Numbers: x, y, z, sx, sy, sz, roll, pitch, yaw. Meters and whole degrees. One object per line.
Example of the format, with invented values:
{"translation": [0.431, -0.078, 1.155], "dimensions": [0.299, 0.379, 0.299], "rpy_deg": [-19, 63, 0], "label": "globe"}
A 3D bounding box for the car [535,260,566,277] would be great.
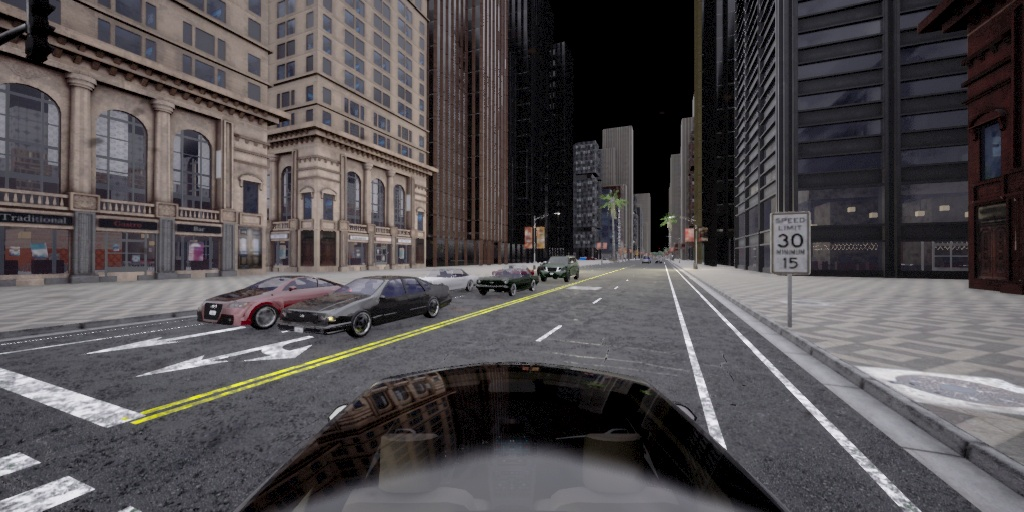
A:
{"translation": [4.143, 1.251, 37.930], "dimensions": [1.882, 1.535, 5.008], "rpy_deg": [0, 0, 23], "label": "car"}

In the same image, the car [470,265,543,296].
{"translation": [-0.130, 1.358, 19.494], "dimensions": [1.895, 1.301, 4.718], "rpy_deg": [0, 0, 23], "label": "car"}

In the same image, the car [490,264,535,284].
{"translation": [0.150, 1.365, 28.538], "dimensions": [1.895, 1.301, 4.718], "rpy_deg": [0, 0, 23], "label": "car"}

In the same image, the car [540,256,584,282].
{"translation": [4.022, 0.987, 29.352], "dimensions": [2.150, 2.045, 5.566], "rpy_deg": [0, 0, 23], "label": "car"}

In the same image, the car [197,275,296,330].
{"translation": [-7.108, 1.316, 11.279], "dimensions": [1.994, 1.385, 4.181], "rpy_deg": [0, 0, 23], "label": "car"}

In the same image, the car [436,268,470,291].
{"translation": [-3.715, 1.357, 19.357], "dimensions": [1.895, 1.301, 4.718], "rpy_deg": [0, 0, 23], "label": "car"}

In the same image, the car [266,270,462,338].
{"translation": [-3.849, 1.299, 10.655], "dimensions": [2.033, 1.411, 5.357], "rpy_deg": [0, 0, 23], "label": "car"}
